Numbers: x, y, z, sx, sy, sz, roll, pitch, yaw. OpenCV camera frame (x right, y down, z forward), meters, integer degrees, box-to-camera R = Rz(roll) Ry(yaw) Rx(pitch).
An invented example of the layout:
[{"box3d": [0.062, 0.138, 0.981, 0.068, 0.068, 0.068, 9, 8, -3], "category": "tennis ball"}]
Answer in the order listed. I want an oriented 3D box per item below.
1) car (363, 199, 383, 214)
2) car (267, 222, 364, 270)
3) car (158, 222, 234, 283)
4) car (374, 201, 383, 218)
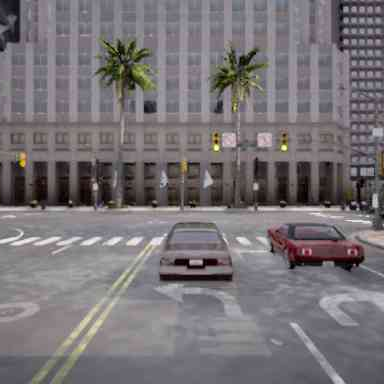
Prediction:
[{"box3d": [21.336, 1.536, 36.489, 4.553, 1.767, 2.097, 0, 0, 0], "category": "car"}, {"box3d": [3.784, 1.658, 11.165, 1.895, 1.301, 4.718, 0, 0, 3], "category": "car"}, {"box3d": [0.086, 1.597, 9.796, 2.033, 1.411, 5.357, 0, 0, 0], "category": "car"}, {"box3d": [18.858, 1.712, 29.295, 4.181, 1.385, 1.994, 0, 0, 0], "category": "car"}]
